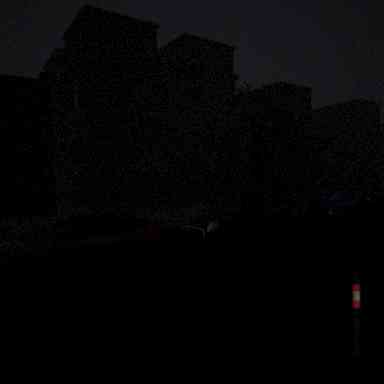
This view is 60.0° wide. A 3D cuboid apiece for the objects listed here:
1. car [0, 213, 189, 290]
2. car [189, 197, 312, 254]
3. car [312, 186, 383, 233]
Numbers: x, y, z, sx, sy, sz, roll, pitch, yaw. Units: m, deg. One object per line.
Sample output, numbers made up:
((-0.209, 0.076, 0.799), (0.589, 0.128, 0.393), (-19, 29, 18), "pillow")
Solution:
((-2.746, 1.319, 8.612), (4.792, 1.488, 2.163), (-1, 1, -33), "car")
((1.804, 1.040, 11.877), (4.553, 1.767, 2.185), (-1, 0, -33), "car")
((8.025, 0.769, 16.330), (5.566, 2.045, 2.435), (-1, 1, -33), "car")
